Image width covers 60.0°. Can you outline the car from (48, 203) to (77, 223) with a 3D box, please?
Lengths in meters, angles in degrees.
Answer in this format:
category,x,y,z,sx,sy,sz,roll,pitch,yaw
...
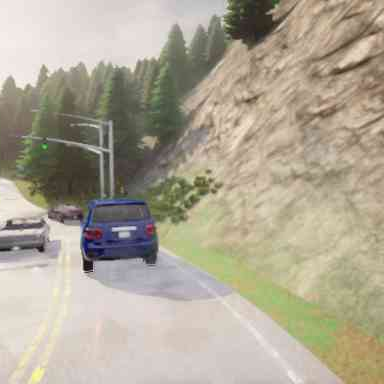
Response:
category,x,y,z,sx,sy,sz,roll,pitch,yaw
car,-10.366,1.653,27.307,1.812,1.442,4.674,1,2,-40

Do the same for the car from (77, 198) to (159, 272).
category,x,y,z,sx,sy,sz,roll,pitch,yaw
car,-2.661,1.252,11.365,2.150,2.045,5.566,-2,0,-19

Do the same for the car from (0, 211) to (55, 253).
category,x,y,z,sx,sy,sz,roll,pitch,yaw
car,-7.130,1.760,14.160,1.895,1.301,4.718,-2,0,-20
